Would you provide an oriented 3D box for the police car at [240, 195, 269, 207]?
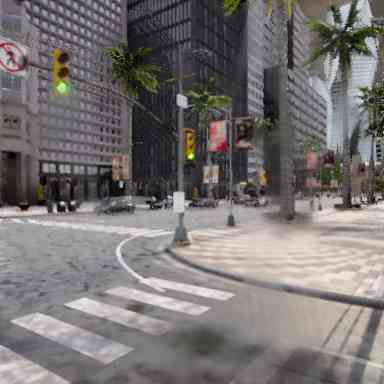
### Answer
[{"bbox_3d":[9.753,1.470,50.854,2.038,1.542,4.974,0,0,36],"label":"police car"}]

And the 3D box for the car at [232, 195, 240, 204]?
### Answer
[{"bbox_3d":[9.255,1.312,61.570,2.185,1.767,4.553,0,0,35],"label":"car"}]

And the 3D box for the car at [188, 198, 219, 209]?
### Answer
[{"bbox_3d":[1.661,1.515,45.771,2.033,1.411,5.357,0,0,37],"label":"car"}]

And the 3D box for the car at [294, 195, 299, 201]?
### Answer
[{"bbox_3d":[26.121,1.425,85.620,2.231,1.521,4.892,0,0,35],"label":"car"}]

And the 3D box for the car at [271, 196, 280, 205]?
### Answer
[{"bbox_3d":[15.681,1.438,59.241,1.882,1.535,5.008,0,0,35],"label":"car"}]

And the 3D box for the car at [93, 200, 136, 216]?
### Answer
[{"bbox_3d":[-7.569,1.502,32.920,1.812,1.442,4.674,0,0,36],"label":"car"}]

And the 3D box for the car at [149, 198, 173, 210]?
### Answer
[{"bbox_3d":[-3.581,1.482,43.787,2.161,1.482,4.786,0,0,35],"label":"car"}]

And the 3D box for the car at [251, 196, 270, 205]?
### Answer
[{"bbox_3d":[12.556,1.490,60.883,1.812,1.442,4.674,0,0,35],"label":"car"}]
